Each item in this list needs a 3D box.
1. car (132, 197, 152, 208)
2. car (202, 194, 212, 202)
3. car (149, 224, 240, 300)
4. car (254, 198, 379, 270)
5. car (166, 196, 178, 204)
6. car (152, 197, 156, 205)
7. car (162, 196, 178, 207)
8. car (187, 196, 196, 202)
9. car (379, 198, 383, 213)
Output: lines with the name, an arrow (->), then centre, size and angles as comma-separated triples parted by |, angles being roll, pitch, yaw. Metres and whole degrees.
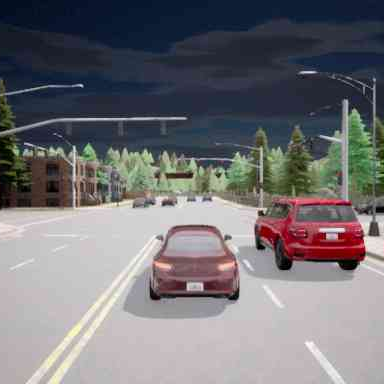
car -> -7.161, 1.486, 46.916 | 1.837, 1.490, 4.892 | 0, 0, 0
car -> 3.389, 1.325, 74.389 | 2.097, 1.767, 4.553 | 0, 0, 0
car -> 0.050, 1.522, 8.227 | 1.812, 1.442, 4.674 | 0, 0, 0
car -> 3.558, 1.217, 11.107 | 2.150, 2.045, 5.566 | 0, 0, 0
car -> -3.648, 1.480, 61.982 | 1.837, 1.490, 4.892 | 0, 0, 0
car -> -7.174, 1.525, 56.660 | 2.033, 1.411, 5.357 | 0, 0, 0
car -> -3.643, 1.580, 51.695 | 1.895, 1.301, 4.718 | 0, 0, 0
car -> -0.119, 1.523, 74.618 | 1.994, 1.385, 4.181 | 0, 0, 0
car -> 18.275, 1.339, 32.491 | 4.553, 1.767, 2.097 | 0, 0, 0
